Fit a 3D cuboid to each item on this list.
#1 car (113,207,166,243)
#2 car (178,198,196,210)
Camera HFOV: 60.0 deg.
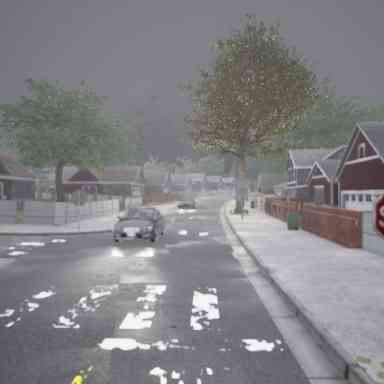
[{"bbox_3d":[-2.376,1.492,15.961,2.128,1.511,4.902,0,-1,2],"label":"car"},{"bbox_3d":[-0.546,1.457,41.666,1.994,1.385,4.181,0,0,6],"label":"car"}]
